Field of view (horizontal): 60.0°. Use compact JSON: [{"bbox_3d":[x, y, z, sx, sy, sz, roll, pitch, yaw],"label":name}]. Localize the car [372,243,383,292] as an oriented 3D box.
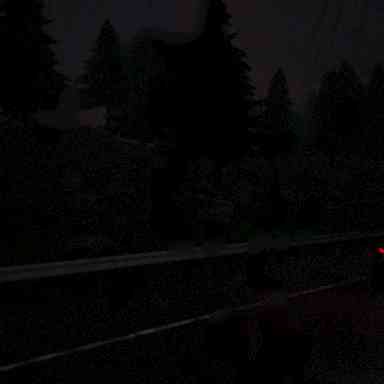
[{"bbox_3d":[6.331,1.449,7.870,4.553,1.767,2.097,1,0,-33],"label":"car"}]
